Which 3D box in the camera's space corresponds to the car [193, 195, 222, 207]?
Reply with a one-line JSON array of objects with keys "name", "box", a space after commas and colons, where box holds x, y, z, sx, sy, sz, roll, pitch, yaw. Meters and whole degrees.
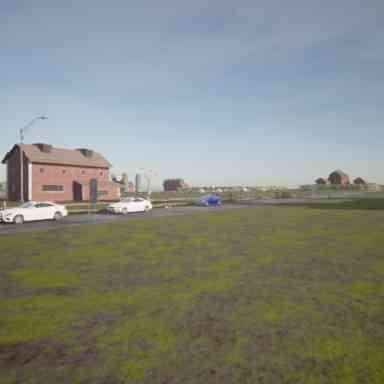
[{"name": "car", "box": [2.048, 1.053, 41.686, 1.812, 1.442, 4.674, 0, 1, 36]}]

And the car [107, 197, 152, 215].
[{"name": "car", "box": [-5.725, 1.251, 30.970, 1.812, 1.442, 4.674, 0, 1, 36]}]

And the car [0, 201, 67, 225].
[{"name": "car", "box": [-11.132, 1.386, 23.455, 1.812, 1.442, 4.674, 0, 1, 35]}]
